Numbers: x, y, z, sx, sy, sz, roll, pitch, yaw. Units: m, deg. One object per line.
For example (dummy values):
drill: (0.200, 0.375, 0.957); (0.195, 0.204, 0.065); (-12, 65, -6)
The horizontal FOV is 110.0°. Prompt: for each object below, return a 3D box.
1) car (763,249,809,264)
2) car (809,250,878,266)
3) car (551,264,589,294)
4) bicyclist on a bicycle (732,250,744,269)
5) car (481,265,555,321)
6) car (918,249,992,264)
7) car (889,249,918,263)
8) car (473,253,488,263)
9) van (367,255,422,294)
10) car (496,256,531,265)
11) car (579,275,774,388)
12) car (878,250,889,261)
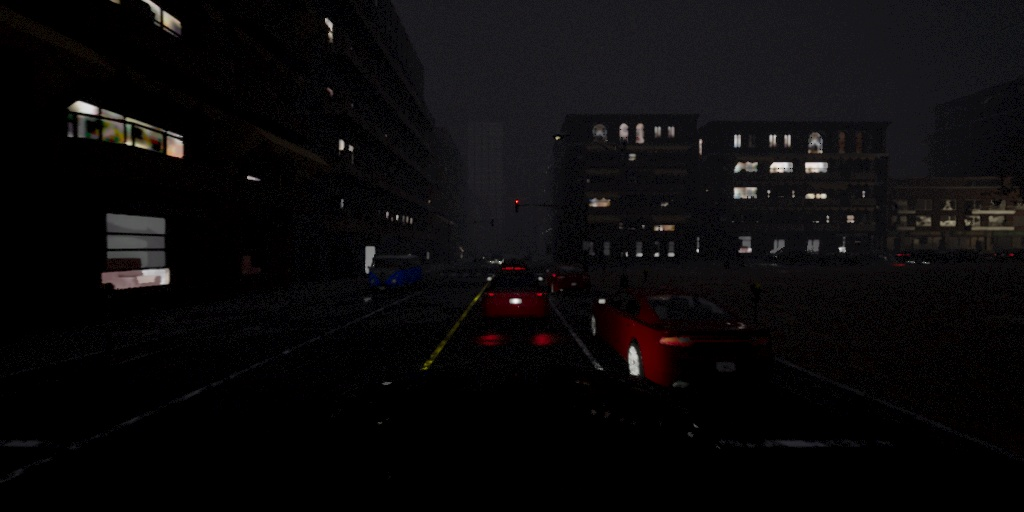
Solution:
car: (31.389, -0.017, 40.972); (4.553, 1.767, 2.097); (-1, 1, -1)
car: (32.475, 0.299, 35.225); (4.403, 1.370, 2.007); (0, 0, -1)
car: (2.688, 1.053, 17.785); (1.888, 1.381, 4.507); (0, 0, 0)
bicyclist on a bicycle: (20.243, 0.313, 32.088); (0.582, 1.620, 1.656); (-1, 1, -1)
car: (0.099, 1.162, 11.700); (1.994, 1.385, 4.181); (0, 1, 0)
car: (43.613, 0.122, 35.380); (4.403, 1.370, 2.007); (0, 0, -1)
car: (43.693, 0.015, 38.015); (4.892, 1.490, 1.837); (-1, 1, 0)
car: (-5.694, 0.425, 61.257); (2.007, 1.370, 4.403); (0, 0, 0)
van: (-5.693, 0.849, 17.786); (1.690, 1.789, 3.998); (0, 0, 0)
car: (0.099, 0.919, 24.036); (1.837, 1.490, 4.892); (0, 0, 0)
car: (2.688, 1.218, 6.735); (1.888, 1.381, 4.507); (0, 0, 0)
car: (43.494, -0.070, 43.758); (4.403, 1.370, 2.007); (0, 0, -1)
